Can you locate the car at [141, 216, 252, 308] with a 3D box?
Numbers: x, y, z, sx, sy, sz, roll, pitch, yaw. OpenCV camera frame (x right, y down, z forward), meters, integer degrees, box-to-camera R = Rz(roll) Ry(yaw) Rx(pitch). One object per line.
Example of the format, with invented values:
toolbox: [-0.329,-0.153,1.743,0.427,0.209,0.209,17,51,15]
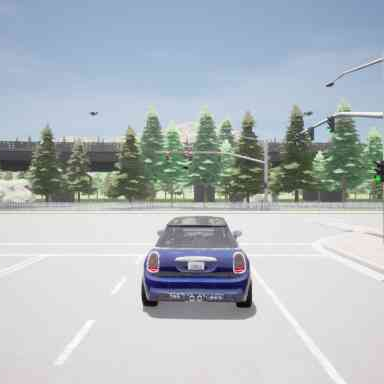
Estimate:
car: [0.167,1.352,8.127,2.097,1.767,4.553,0,0,3]
